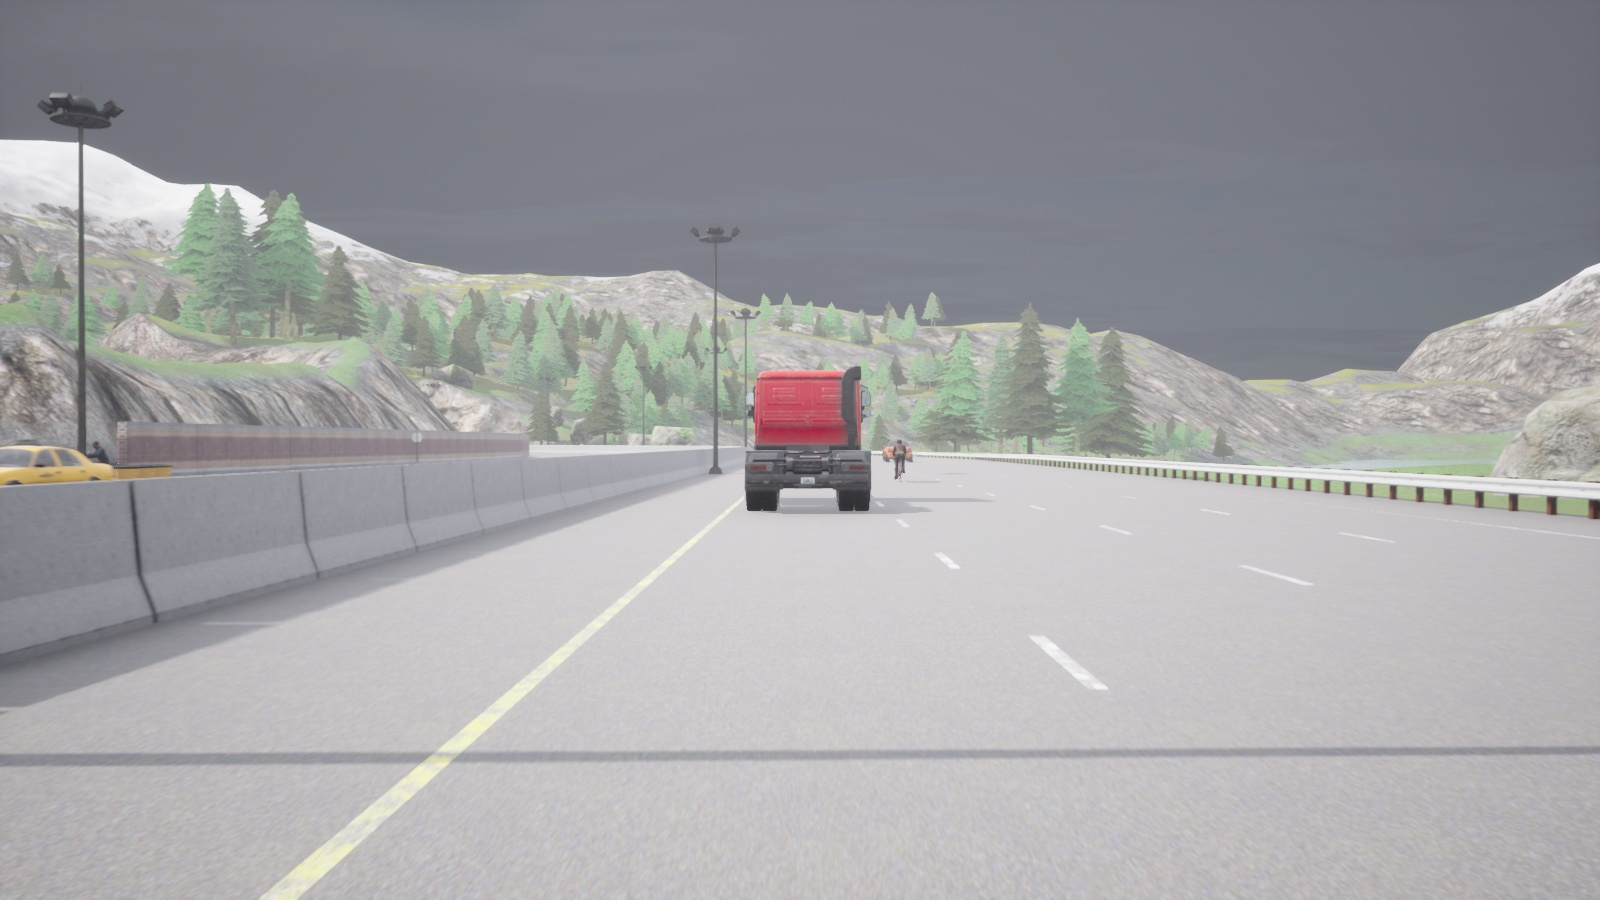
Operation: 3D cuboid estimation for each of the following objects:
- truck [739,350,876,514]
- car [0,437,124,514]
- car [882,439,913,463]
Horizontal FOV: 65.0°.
[{"bbox_3d":[0.191,-0.407,30.461,2.891,3.462,7.936,0,0,0],"label":"truck"},{"bbox_3d":[-17.325,0.513,27.802,1.801,1.575,5.366,0,0,0],"label":"car"},{"bbox_3d":[7.575,0.058,98.156,2.097,1.767,4.553,0,0,0],"label":"car"}]
